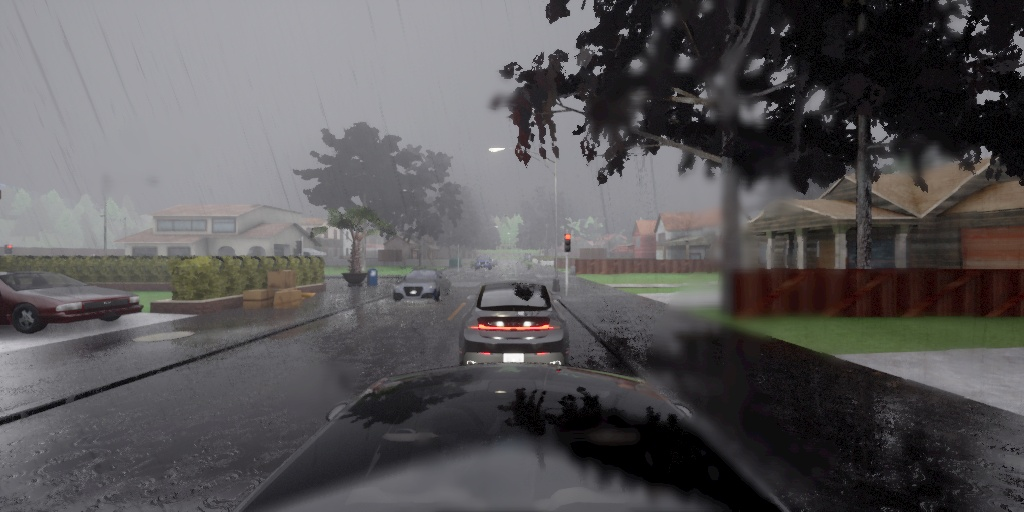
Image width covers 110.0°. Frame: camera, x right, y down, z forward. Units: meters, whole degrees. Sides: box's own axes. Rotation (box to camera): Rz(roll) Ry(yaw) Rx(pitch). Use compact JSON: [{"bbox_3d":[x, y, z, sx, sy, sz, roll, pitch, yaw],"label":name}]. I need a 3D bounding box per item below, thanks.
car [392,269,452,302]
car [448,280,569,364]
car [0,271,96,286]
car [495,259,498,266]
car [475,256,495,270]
[{"bbox_3d":[-4.093,1.313,16.854,1.994,1.385,4.181,0,0,0],"label":"car"},{"bbox_3d":[0.046,1.255,7.667,1.837,1.490,4.892,0,0,1],"label":"car"},{"bbox_3d":[-34.213,1.241,26.757,4.902,1.511,2.128,0,0,0],"label":"car"},{"bbox_3d":[-4.032,1.239,63.769,2.128,1.511,4.902,0,0,0],"label":"car"},{"bbox_3d":[-4.072,0.970,52.269,2.150,2.045,5.566,0,0,0],"label":"car"}]
